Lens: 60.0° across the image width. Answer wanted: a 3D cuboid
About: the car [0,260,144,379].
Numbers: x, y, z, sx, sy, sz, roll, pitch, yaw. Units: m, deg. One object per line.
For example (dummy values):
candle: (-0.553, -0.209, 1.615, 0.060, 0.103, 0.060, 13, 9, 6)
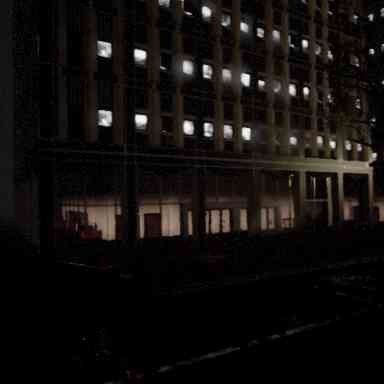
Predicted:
car: (-2.777, 1.682, 4.415, 4.313, 1.339, 1.947, 0, -2, -30)
